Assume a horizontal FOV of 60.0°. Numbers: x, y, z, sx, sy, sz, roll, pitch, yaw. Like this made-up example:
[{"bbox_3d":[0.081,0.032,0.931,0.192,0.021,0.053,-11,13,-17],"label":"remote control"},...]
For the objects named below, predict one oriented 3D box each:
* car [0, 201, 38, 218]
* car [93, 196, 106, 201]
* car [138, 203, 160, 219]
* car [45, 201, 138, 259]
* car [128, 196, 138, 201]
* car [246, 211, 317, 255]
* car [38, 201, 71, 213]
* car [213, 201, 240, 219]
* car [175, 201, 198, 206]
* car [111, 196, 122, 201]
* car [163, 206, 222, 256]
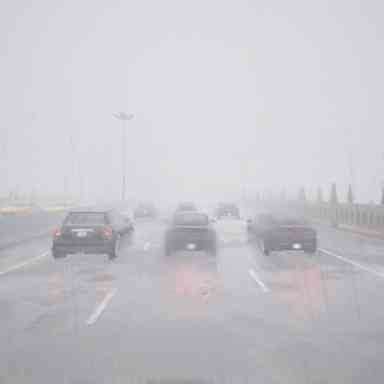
[{"bbox_3d":[-14.685,1.539,28.804,1.882,1.535,5.008,0,0,-2],"label":"car"},{"bbox_3d":[-19.271,1.671,69.627,2.128,1.511,4.902,0,0,-2],"label":"car"},{"bbox_3d":[-4.018,1.628,29.824,1.994,1.385,4.181,0,0,-2],"label":"car"},{"bbox_3d":[-3.570,1.380,12.803,2.097,1.767,4.553,0,0,-1],"label":"car"},{"bbox_3d":[-12.274,1.672,69.829,2.128,1.511,4.902,0,0,-2],"label":"car"},{"bbox_3d":[3.422,1.535,13.425,1.837,1.490,4.892,0,0,-1],"label":"car"},{"bbox_3d":[-11.187,1.540,28.918,1.882,1.535,5.008,0,0,-2],"label":"car"},{"bbox_3d":[2.998,1.568,29.403,1.837,1.490,4.892,0,0,-2],"label":"car"},{"bbox_3d":[-0.502,1.568,29.306,1.837,1.490,4.892,0,0,-2],"label":"car"},{"bbox_3d":[-15.772,1.671,69.728,1.812,1.442,4.674,0,0,-2],"label":"car"},{"bbox_3d":[-0.077,1.535,13.303,1.837,1.490,4.892,0,0,-1],"label":"car"}]
